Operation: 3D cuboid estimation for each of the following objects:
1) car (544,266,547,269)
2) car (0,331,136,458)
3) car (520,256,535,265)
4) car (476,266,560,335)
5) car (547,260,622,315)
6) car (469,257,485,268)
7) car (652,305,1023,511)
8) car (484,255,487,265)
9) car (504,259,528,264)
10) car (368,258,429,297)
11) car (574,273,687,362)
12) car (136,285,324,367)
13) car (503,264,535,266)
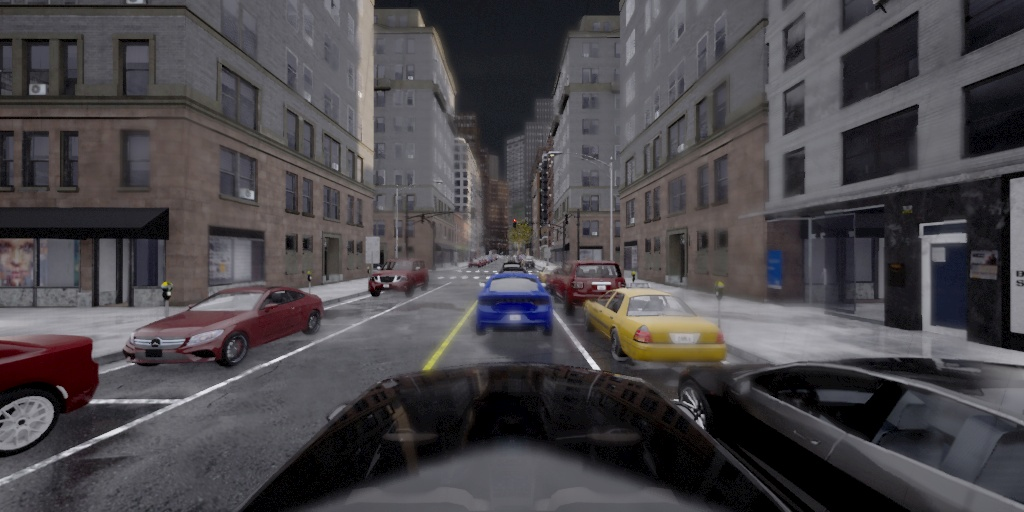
[{"bbox_3d":[2.742,1.318,18.979,1.802,1.307,4.207,0,0,0],"label":"car"},{"bbox_3d":[-5.763,1.296,2.318,1.888,1.381,4.507,0,0,0],"label":"car"},{"bbox_3d":[2.695,1.148,56.640,2.007,1.370,4.403,0,0,0],"label":"car"},{"bbox_3d":[0.039,1.225,10.497,1.882,1.535,5.008,0,0,-1],"label":"car"},{"bbox_3d":[2.748,1.059,13.428,2.192,1.841,5.009,0,0,0],"label":"car"},{"bbox_3d":[-5.830,1.142,56.636,1.888,1.381,4.507,0,0,0],"label":"car"},{"bbox_3d":[2.762,1.316,2.322,1.948,1.339,4.313,0,0,0],"label":"car"},{"bbox_3d":[-5.836,1.007,62.061,1.967,1.591,4.097,0,0,0],"label":"car"},{"bbox_3d":[0.016,1.223,26.950,1.837,1.490,4.892,0,0,0],"label":"car"},{"bbox_3d":[-5.784,1.051,18.976,2.192,1.841,5.009,0,0,0],"label":"car"},{"bbox_3d":[2.755,1.274,8.044,1.751,1.417,4.829,0,0,0],"label":"car"},{"bbox_3d":[-5.770,1.330,7.870,1.802,1.307,4.207,0,0,0],"label":"car"},{"bbox_3d":[0.074,1.301,18.037,1.994,1.385,4.181,0,0,0],"label":"car"}]
